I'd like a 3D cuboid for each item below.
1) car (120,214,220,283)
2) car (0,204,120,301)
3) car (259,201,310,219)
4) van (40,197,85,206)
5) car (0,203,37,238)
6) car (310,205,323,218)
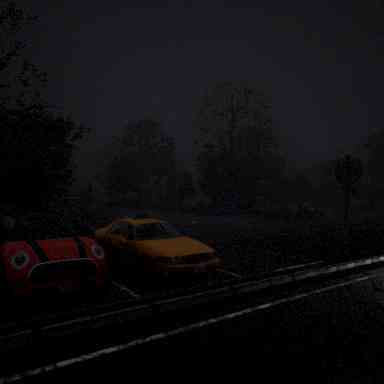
[{"bbox_3d":[-1.372,1.484,10.102,1.946,1.575,5.366,0,0,-36],"label":"car"},{"bbox_3d":[-3.864,1.348,8.569,2.185,1.767,4.553,0,0,-36],"label":"car"},{"bbox_3d":[8.743,1.845,32.721,2.002,1.452,4.674,2,-1,-36],"label":"car"},{"bbox_3d":[-8.065,1.266,20.485,1.878,1.987,4.442,0,0,-36],"label":"van"},{"bbox_3d":[-10.508,1.475,19.094,1.946,1.575,5.366,0,0,-36],"label":"car"},{"bbox_3d":[11.290,1.747,34.615,2.185,1.767,4.553,1,-1,-36],"label":"car"}]
